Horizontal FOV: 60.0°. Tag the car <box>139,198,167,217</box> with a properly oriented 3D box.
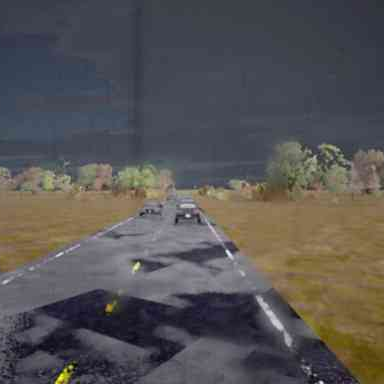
[{"bbox_3d":[-3.602,1.473,30.118,1.994,1.385,4.181,0,0,-1],"label":"car"}]

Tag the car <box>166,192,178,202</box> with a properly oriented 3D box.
[{"bbox_3d":[-4.235,0.984,70.549,2.150,2.045,5.566,0,0,-1],"label":"car"}]

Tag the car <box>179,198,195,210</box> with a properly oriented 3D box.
[{"bbox_3d":[-0.631,1.465,42.600,1.895,1.301,4.718,0,0,-1],"label":"car"}]

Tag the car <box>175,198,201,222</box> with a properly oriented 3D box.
[{"bbox_3d":[-0.316,1.445,25.063,1.812,1.442,4.674,0,0,-1],"label":"car"}]
